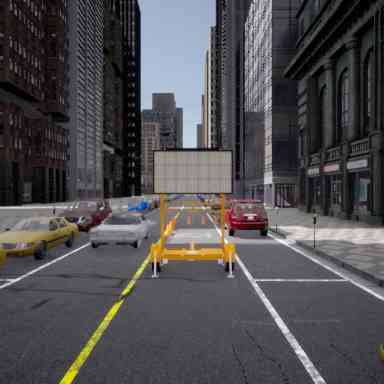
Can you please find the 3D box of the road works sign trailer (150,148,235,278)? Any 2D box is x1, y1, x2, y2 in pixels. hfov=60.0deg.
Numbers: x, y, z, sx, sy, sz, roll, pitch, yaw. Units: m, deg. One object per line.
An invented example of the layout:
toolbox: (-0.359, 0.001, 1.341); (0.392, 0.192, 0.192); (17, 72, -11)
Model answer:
road works sign trailer: (0.026, 0.464, 10.151); (2.380, 3.560, 2.880); (0, 0, 0)

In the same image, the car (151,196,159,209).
car: (-5.659, 1.562, 40.813); (2.008, 1.369, 4.403); (0, 0, 0)

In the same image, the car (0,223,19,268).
car: (-5.747, 1.525, 6.799); (1.752, 1.417, 4.829); (0, 0, 0)

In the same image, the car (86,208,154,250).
car: (-2.961, 1.601, 14.538); (1.895, 1.301, 4.718); (0, 0, 0)

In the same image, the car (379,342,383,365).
car: (2.764, 1.525, 1.484); (1.752, 1.417, 4.829); (0, 0, 0)

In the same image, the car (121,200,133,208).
car: (-5.703, 1.528, 23.721); (1.752, 1.417, 4.829); (0, 0, 0)

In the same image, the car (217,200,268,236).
car: (2.807, 1.316, 18.235); (2.192, 1.841, 5.009); (0, 0, 0)

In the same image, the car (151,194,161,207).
car: (-5.645, 1.331, 46.454); (2.192, 1.841, 5.009); (0, 0, 0)

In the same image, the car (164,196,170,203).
car: (-5.616, 1.341, 57.735); (2.192, 1.841, 5.009); (0, 0, 0)

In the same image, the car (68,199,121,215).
car: (-5.718, 1.316, 18.250); (2.192, 1.841, 5.009); (0, 0, 0)

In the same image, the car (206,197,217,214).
car: (2.852, 1.559, 35.157); (2.008, 1.369, 4.403); (0, 0, 0)

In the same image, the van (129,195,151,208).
van: (-5.674, 1.349, 35.173); (1.690, 1.788, 3.998); (0, 0, 0)

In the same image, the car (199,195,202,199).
car: (2.925, 1.597, 63.359); (1.947, 1.339, 4.313); (0, 0, 0)

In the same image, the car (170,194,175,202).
car: (-5.571, 1.607, 74.658); (1.947, 1.339, 4.313); (0, 0, 0)

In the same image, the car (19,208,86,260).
car: (-5.733, 1.525, 12.440); (1.752, 1.417, 4.829); (0, 0, 0)

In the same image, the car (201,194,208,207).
car: (2.895, 1.461, 52.077); (1.967, 1.590, 4.097); (0, 0, 0)

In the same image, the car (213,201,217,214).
car: (2.822, 1.553, 23.876); (2.008, 1.369, 4.403); (0, 0, 0)

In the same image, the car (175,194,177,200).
car: (-5.541, 1.601, 85.939); (2.008, 1.369, 4.403); (0, 0, 0)

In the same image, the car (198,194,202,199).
car: (2.969, 1.590, 80.281); (1.887, 1.381, 4.507); (0, 0, 0)
